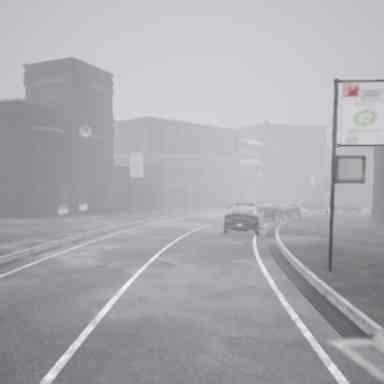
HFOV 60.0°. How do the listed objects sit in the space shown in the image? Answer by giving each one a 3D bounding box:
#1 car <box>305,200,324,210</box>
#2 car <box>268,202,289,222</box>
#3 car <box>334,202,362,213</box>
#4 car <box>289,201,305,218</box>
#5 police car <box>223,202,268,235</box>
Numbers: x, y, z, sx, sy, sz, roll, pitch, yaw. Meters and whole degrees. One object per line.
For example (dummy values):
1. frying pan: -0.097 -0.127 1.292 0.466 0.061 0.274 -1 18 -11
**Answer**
1. car: 17.103 1.819 47.651 4.181 1.385 1.994 2 2 -37
2. car: 6.459 1.572 27.921 1.882 1.535 5.008 2 0 27
3. car: 21.827 2.125 46.941 5.357 1.411 2.033 2 3 -34
4. car: 9.313 1.693 32.833 1.812 1.442 4.674 3 1 33
5. police car: 3.074 1.449 19.197 1.930 1.638 5.238 1 0 15
